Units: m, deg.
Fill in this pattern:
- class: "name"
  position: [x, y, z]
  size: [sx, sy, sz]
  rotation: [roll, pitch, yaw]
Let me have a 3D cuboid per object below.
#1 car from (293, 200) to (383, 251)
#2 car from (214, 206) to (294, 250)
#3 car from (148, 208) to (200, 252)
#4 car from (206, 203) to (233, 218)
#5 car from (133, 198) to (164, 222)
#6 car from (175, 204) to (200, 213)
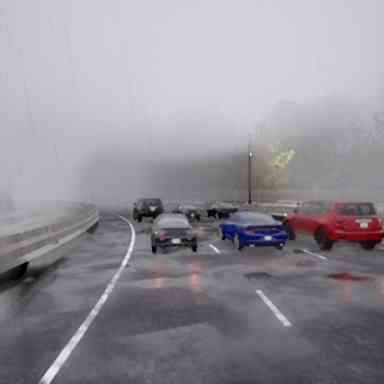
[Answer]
- class: "car"
  position: [6.108, 1.357, 15.122]
  size: [2.150, 2.045, 5.566]
  rotation: [0, 0, -7]
- class: "car"
  position: [2.569, 1.621, 15.129]
  size: [1.882, 1.535, 5.008]
  rotation: [0, 0, -8]
- class: "car"
  position: [-0.891, 1.667, 14.603]
  size: [1.812, 1.442, 4.674]
  rotation: [0, 0, -8]
- class: "car"
  position: [2.767, 1.777, 31.474]
  size: [1.882, 1.535, 5.008]
  rotation: [0, 0, -16]
- class: "car"
  position: [-3.849, 1.499, 29.176]
  size: [2.150, 2.045, 5.566]
  rotation: [0, 0, -16]
- class: "car"
  position: [-0.581, 1.818, 30.458]
  size: [1.812, 1.442, 4.674]
  rotation: [0, 0, -16]
